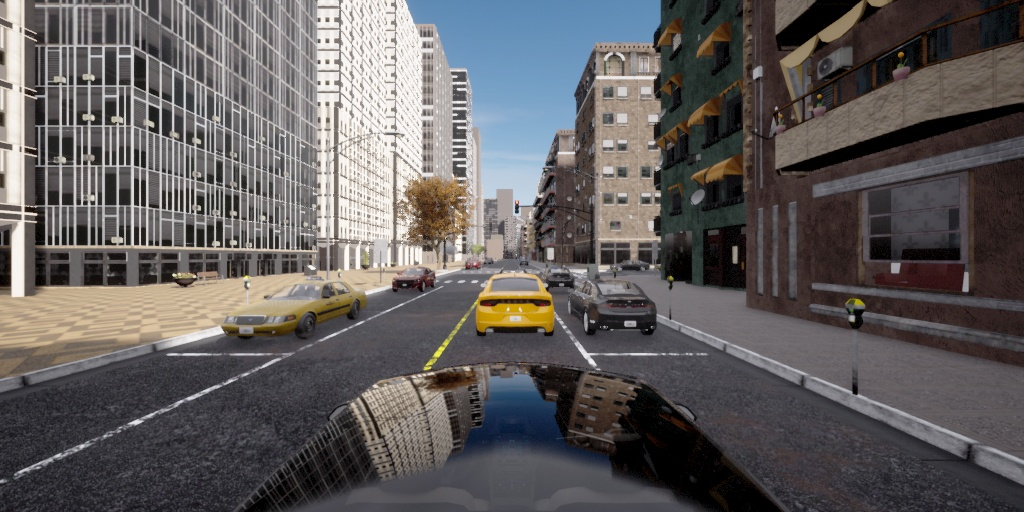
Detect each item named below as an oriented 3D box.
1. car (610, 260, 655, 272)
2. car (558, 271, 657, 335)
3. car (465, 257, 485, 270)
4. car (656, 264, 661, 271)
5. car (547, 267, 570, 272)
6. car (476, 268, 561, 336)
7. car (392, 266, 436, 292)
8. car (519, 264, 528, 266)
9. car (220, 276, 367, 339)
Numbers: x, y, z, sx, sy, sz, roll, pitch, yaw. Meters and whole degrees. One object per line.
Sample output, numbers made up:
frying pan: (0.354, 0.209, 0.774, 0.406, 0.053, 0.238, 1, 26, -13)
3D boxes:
car: (13.358, 1.108, 40.794, 4.403, 1.370, 2.007, 0, 0, -1)
car: (2.672, 1.301, 10.291, 2.007, 1.370, 4.403, 0, 0, 0)
car: (-5.793, 1.098, 53.728, 2.192, 1.841, 5.009, 0, 0, 0)
car: (18.755, 1.006, 40.859, 4.829, 1.417, 1.751, 0, 0, -1)
car: (2.650, 1.305, 21.357, 2.007, 1.370, 4.403, 0, 0, 0)
car: (0.072, 1.228, 10.385, 1.882, 1.535, 5.008, 0, 0, 0)
car: (-5.730, 1.299, 21.341, 1.888, 1.381, 4.507, 0, 0, 0)
car: (0.063, 1.355, 20.664, 1.895, 1.301, 4.718, 0, 0, 0)
car: (-5.708, 1.276, 10.105, 1.751, 1.417, 4.829, 0, 0, 0)
